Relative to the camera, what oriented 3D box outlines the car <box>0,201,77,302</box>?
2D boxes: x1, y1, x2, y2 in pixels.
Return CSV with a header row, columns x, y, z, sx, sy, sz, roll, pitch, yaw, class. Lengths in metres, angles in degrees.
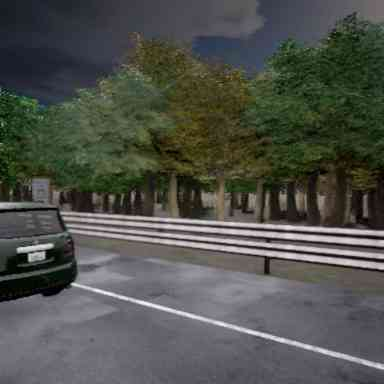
x,y,z,sx,sy,sz,roll,pitch,yaw,class
-4.888,1.223,7.392,5.566,2.045,2.150,0,0,36,car
